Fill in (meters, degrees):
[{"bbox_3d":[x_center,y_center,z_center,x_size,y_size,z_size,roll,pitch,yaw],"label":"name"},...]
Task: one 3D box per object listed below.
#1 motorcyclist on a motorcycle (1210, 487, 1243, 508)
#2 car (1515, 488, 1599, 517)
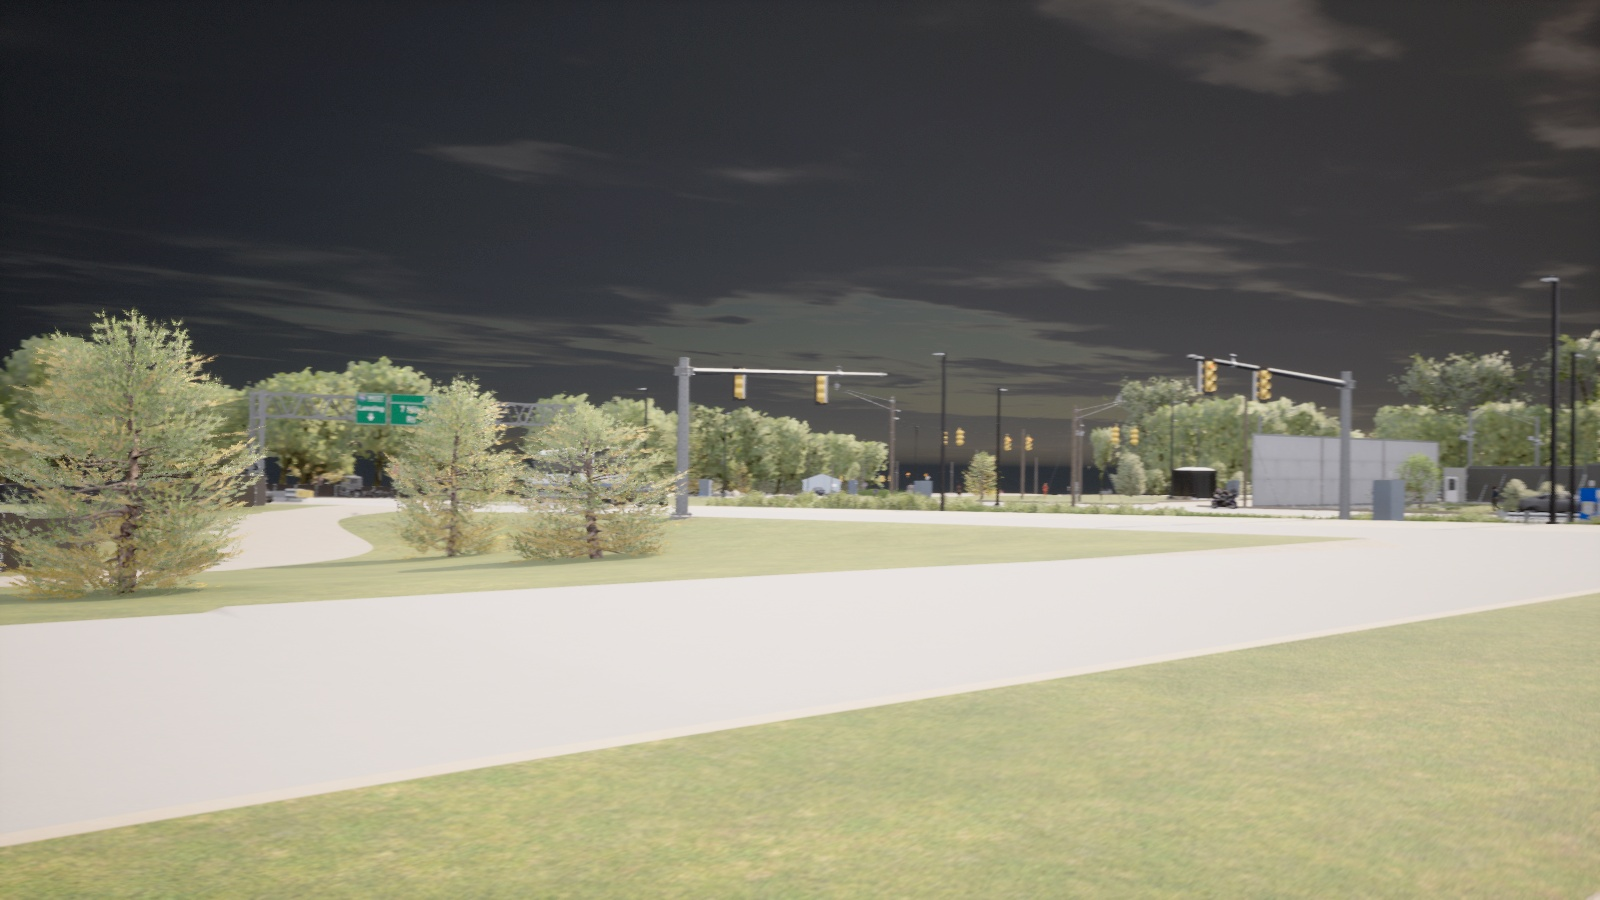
[{"bbox_3d":[30.934,3.432,91.081,0.866,1.530,2.191,1,-1,-38],"label":"motorcyclist on a motorcycle"},{"bbox_3d":[42.985,2.922,70.033,2.128,1.511,4.902,1,-2,-38],"label":"car"}]
